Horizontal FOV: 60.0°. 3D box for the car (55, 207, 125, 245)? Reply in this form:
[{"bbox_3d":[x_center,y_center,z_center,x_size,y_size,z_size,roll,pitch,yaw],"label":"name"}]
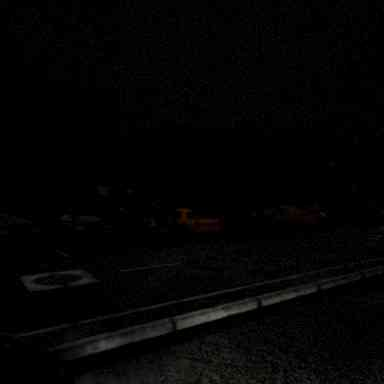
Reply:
[{"bbox_3d":[-5.060,1.558,15.040,2.002,1.452,4.674,1,0,-35],"label":"car"}]

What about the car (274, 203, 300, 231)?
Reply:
[{"bbox_3d":[4.041,1.639,21.533,2.231,1.521,4.892,1,0,-35],"label":"car"}]

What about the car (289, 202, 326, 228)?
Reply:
[{"bbox_3d":[6.210,1.667,23.064,2.097,1.535,5.008,1,0,-35],"label":"car"}]

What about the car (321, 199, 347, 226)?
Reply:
[{"bbox_3d":[8.555,1.573,24.778,2.185,1.767,4.553,1,0,-35],"label":"car"}]

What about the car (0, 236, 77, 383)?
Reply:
[{"bbox_3d":[-2.634,1.337,1.252,4.553,1.767,2.097,1,0,-35],"label":"car"}]

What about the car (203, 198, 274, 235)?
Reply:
[{"bbox_3d":[1.768,1.356,19.942,2.435,2.045,5.566,1,0,-35],"label":"car"}]

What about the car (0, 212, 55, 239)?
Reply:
[{"bbox_3d":[-7.272,1.530,13.465,2.002,1.452,4.674,1,0,-35],"label":"car"}]

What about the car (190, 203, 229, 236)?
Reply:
[{"bbox_3d":[-0.590,1.574,18.455,1.946,1.575,5.366,1,0,-35],"label":"car"}]

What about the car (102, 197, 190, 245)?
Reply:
[{"bbox_3d":[-2.829,1.295,16.597,2.435,2.045,5.566,1,0,-35],"label":"car"}]

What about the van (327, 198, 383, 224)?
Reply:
[{"bbox_3d":[13.070,1.528,27.812,1.878,1.987,4.442,1,0,-35],"label":"van"}]
